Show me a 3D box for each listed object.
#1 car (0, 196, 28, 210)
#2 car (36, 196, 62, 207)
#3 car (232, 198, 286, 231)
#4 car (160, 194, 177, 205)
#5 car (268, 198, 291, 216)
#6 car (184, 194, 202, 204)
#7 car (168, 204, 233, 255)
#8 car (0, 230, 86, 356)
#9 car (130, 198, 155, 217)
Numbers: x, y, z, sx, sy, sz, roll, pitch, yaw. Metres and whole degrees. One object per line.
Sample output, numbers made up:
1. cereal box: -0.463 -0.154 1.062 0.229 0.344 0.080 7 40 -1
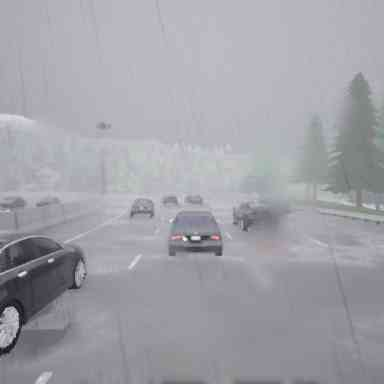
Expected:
1. car: -19.531 1.135 36.078 2.033 1.411 5.357 0 1 -9
2. car: -16.421 1.127 38.364 1.994 1.385 4.181 0 1 -10
3. car: 3.453 1.293 18.712 1.837 1.490 4.892 0 1 -2
4. car: -3.188 0.992 45.223 1.837 1.490 4.892 1 1 -13
5. car: 6.452 1.234 27.597 2.033 1.411 5.357 0 1 -6
6. car: 0.121 0.964 46.424 2.128 1.511 4.902 0 1 -13
7. car: 0.095 1.404 12.526 2.033 1.411 5.357 0 1 0
8. car: -3.396 1.437 5.908 1.837 1.490 4.892 0 1 0
9. car: -4.078 1.234 27.545 2.033 1.411 5.357 0 1 -6
